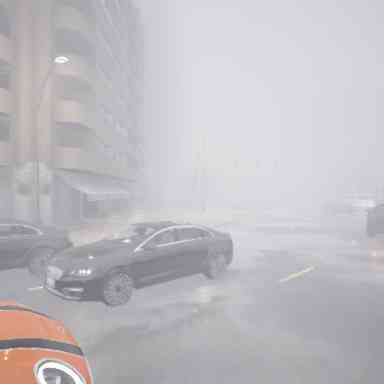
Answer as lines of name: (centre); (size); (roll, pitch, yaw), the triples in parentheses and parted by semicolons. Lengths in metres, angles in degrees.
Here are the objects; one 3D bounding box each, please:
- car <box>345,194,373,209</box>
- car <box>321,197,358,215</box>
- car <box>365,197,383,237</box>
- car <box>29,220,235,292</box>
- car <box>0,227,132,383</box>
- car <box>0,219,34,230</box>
car: (18.427, 1.221, 37.583); (2.150, 2.045, 5.566); (0, 0, -1)
car: (14.469, 1.526, 33.333); (1.812, 1.442, 4.674); (0, 0, 4)
car: (10.555, 1.353, 17.754); (2.097, 1.767, 4.553); (0, 0, 27)
car: (-0.978, 1.491, 8.166); (4.902, 1.511, 2.128); (0, 0, -44)
car: (-2.921, 1.356, 1.987); (4.553, 1.767, 2.097); (0, 0, -34)
car: (-5.658, 1.491, 8.744); (4.902, 1.511, 2.128); (0, 0, -38)
